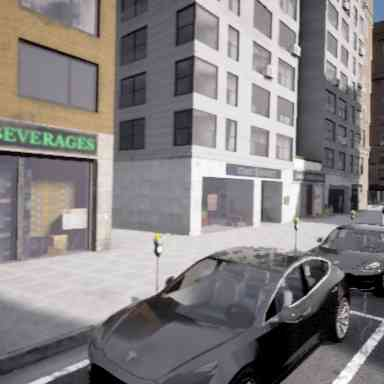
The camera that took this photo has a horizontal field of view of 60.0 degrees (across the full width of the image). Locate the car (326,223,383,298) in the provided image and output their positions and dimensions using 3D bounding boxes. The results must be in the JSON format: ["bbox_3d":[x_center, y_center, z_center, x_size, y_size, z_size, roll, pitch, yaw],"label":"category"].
[{"bbox_3d":[4.429,1.543,8.653,1.947,1.339,4.313,2,1,42],"label":"car"}]

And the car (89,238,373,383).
[{"bbox_3d":[0.765,1.513,4.518,1.947,1.339,4.313,2,1,42],"label":"car"}]
